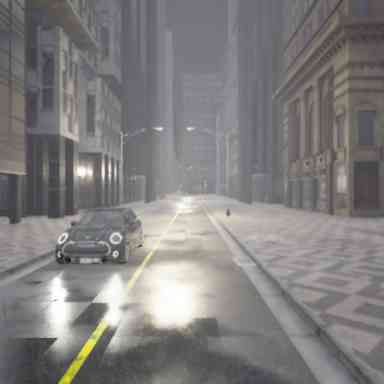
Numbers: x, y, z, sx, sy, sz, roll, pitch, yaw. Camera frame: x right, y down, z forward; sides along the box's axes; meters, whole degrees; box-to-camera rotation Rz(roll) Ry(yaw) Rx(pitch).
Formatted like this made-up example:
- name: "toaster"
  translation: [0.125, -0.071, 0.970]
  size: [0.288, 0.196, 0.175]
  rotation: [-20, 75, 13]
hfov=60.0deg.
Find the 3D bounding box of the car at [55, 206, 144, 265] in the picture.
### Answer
- name: "car"
  translation: [-3.013, 1.349, 11.686]
  size: [2.097, 1.767, 4.553]
  rotation: [0, 0, 0]
